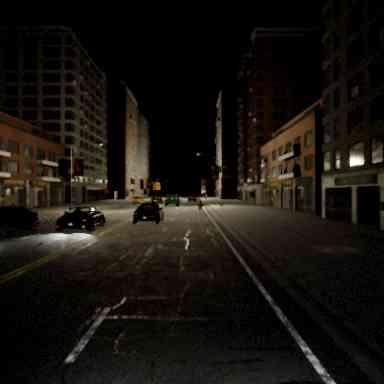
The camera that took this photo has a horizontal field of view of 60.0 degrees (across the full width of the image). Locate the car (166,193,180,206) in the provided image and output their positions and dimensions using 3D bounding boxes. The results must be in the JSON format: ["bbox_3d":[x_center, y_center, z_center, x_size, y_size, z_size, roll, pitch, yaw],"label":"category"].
[{"bbox_3d":[-3.146,1.223,54.649,2.150,2.045,5.566,0,0,0],"label":"car"}]

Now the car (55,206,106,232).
[{"bbox_3d":[-6.596,1.563,20.008,1.994,1.385,4.181,0,0,0],"label":"car"}]

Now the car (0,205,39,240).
[{"bbox_3d":[-9.848,1.477,17.354,1.882,1.535,5.008,0,0,0],"label":"car"}]

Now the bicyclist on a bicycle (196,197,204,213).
[{"bbox_3d":[0.903,1.437,35.762,0.866,1.612,1.509,0,0,0],"label":"bicyclist on a bicycle"}]

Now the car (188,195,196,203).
[{"bbox_3d":[0.003,1.530,70.490,2.128,1.511,4.902,0,0,0],"label":"car"}]

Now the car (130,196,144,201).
[{"bbox_3d":[-9.779,1.480,59.392,1.882,1.535,5.008,0,0,1],"label":"car"}]

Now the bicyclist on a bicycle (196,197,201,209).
[{"bbox_3d":[0.895,1.454,45.483,0.582,1.620,1.656,0,0,0],"label":"bicyclist on a bicycle"}]

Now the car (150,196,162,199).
[{"bbox_3d":[-6.526,1.496,61.445,2.128,1.511,4.902,0,0,1],"label":"car"}]

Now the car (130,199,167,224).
[{"bbox_3d":[-3.151,1.525,24.454,1.812,1.442,4.674,0,0,0],"label":"car"}]

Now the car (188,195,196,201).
[{"bbox_3d":[0.003,1.532,81.697,1.812,1.442,4.674,0,0,0],"label":"car"}]
